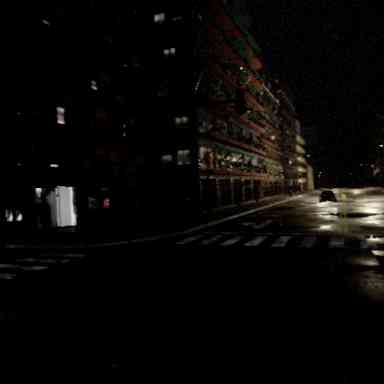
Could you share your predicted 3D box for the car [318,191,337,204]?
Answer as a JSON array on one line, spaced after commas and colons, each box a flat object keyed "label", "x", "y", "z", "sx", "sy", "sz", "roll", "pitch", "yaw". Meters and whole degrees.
[{"label": "car", "x": 15.879, "y": 0.577, "z": 38.916, "sx": 1.812, "sy": 1.442, "sz": 4.674, "roll": -3, "pitch": 1, "yaw": 25}]
